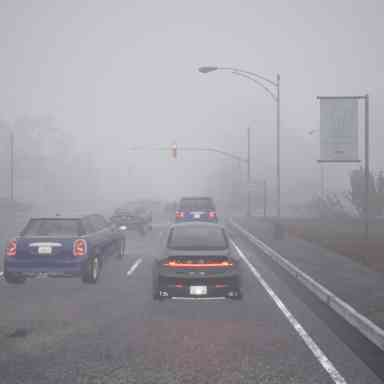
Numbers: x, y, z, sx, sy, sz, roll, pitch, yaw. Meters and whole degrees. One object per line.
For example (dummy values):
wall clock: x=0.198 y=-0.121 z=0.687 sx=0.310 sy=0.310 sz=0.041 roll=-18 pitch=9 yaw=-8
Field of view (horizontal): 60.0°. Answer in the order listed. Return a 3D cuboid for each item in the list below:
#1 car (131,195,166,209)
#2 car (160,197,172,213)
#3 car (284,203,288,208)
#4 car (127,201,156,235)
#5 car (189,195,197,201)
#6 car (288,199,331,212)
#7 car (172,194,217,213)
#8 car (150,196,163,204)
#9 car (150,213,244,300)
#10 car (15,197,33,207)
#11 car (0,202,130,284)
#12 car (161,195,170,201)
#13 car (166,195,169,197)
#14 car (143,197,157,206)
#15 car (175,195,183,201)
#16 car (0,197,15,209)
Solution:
car: x=-6.134 y=1.477 z=42.834 sx=1.882 sy=1.535 sz=5.008 roll=1 pitch=1 yaw=40
car: x=-0.272 y=1.491 z=32.266 sx=4.902 sy=1.511 sz=2.128 roll=0 pitch=0 yaw=3
car: x=14.550 y=1.547 z=42.112 sx=5.357 sy=1.411 sz=2.033 roll=0 pitch=0 yaw=3
car: x=-3.358 y=1.504 z=18.738 sx=1.837 sy=1.490 sz=4.892 roll=0 pitch=0 yaw=0
car: x=0.196 y=1.470 z=85.913 sx=1.882 sy=1.535 sz=5.008 roll=0 pitch=0 yaw=0
car: x=14.140 y=1.504 z=38.629 sx=4.892 sy=1.490 sz=1.837 roll=0 pitch=0 yaw=3
car: x=0.165 y=1.221 z=18.211 sx=2.150 sy=2.045 sz=5.566 roll=0 pitch=0 yaw=-2
car: x=-6.887 y=1.547 z=65.431 sx=2.033 sy=1.411 sz=5.357 roll=0 pitch=0 yaw=1
car: x=0.119 y=1.505 z=8.363 sx=1.837 sy=1.490 sz=4.892 roll=0 pitch=0 yaw=0
car: x=-20.140 y=1.352 z=37.096 sx=4.553 sy=1.767 sz=2.097 roll=0 pitch=0 yaw=1
car: x=-3.378 y=1.352 z=9.778 sx=2.097 sy=1.767 sz=4.553 roll=0 pitch=0 yaw=0
car: x=-6.806 y=1.493 z=85.166 sx=1.837 sy=1.490 sz=4.892 roll=0 pitch=0 yaw=0
car: x=-6.829 y=1.477 z=75.209 sx=1.882 sy=1.535 sz=5.008 roll=0 pitch=0 yaw=0
car: x=-6.958 y=1.525 z=55.704 sx=1.812 sy=1.442 sz=4.674 roll=0 pitch=0 yaw=0
car: x=-3.304 y=1.470 z=85.922 sx=1.882 sy=1.535 sz=5.008 roll=0 pitch=0 yaw=0
car: x=-20.887 y=1.504 z=33.363 sx=4.892 sy=1.490 sz=1.837 roll=0 pitch=0 yaw=6
